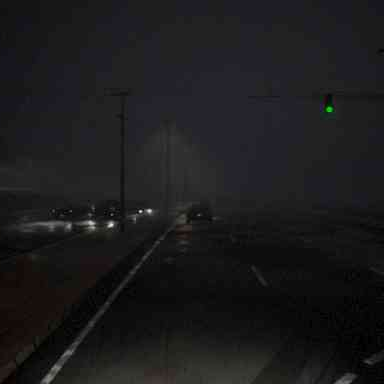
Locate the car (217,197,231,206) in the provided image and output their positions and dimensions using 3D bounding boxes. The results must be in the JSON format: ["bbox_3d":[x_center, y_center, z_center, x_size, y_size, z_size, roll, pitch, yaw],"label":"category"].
[{"bbox_3d":[5.554,1.653,56.685,1.837,1.490,4.892,0,0,3],"label":"car"}]

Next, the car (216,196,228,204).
[{"bbox_3d":[6.031,1.650,67.107,2.128,1.511,4.902,0,0,2],"label":"car"}]

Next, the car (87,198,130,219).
[{"bbox_3d":[-7.287,1.433,29.534,2.097,1.767,4.553,0,0,3],"label":"car"}]

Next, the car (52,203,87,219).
[{"bbox_3d":[-10.759,1.685,30.024,1.895,1.301,4.718,0,0,3],"label":"car"}]

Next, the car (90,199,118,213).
[{"bbox_3d":[-10.280,1.633,39.138,1.812,1.442,4.674,0,0,3],"label":"car"}]

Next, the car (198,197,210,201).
[{"bbox_3d":[2.054,1.697,56.766,2.033,1.411,5.357,0,0,3],"label":"car"}]

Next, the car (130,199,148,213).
[{"bbox_3d":[-6.803,1.583,38.568,1.882,1.535,5.008,0,0,3],"label":"car"}]

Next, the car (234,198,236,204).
[{"bbox_3d":[9.527,1.701,66.938,1.994,1.385,4.181,0,0,2],"label":"car"}]

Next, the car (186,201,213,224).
[{"bbox_3d":[0.616,1.632,25.908,1.994,1.385,4.181,0,0,3],"label":"car"}]

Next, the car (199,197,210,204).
[{"bbox_3d":[2.533,1.715,67.237,1.994,1.385,4.181,0,0,2],"label":"car"}]

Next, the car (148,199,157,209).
[{"bbox_3d":[-6.333,1.732,48.646,1.895,1.301,4.718,0,0,3],"label":"car"}]

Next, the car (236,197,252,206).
[{"bbox_3d":[9.047,1.624,56.457,1.882,1.535,5.008,0,0,3],"label":"car"}]

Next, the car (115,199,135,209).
[{"bbox_3d":[-9.818,1.735,49.066,1.895,1.301,4.718,0,0,3],"label":"car"}]
